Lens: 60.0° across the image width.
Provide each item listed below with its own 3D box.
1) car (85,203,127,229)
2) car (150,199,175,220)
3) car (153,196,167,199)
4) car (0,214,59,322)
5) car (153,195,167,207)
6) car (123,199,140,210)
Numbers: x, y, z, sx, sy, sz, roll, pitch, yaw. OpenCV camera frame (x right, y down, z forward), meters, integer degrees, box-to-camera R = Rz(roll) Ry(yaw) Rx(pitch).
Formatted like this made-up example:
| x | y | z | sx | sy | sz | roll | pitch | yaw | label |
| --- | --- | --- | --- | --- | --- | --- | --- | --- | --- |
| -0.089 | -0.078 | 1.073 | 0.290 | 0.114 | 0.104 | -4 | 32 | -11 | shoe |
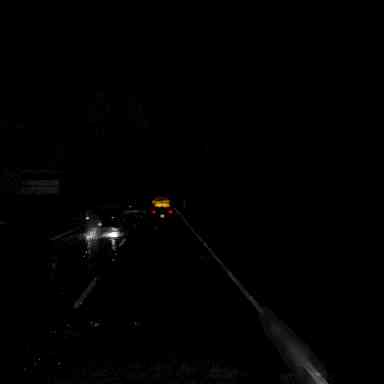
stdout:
| x | y | z | sx | sy | sz | roll | pitch | yaw | label |
| --- | --- | --- | --- | --- | --- | --- | --- | --- | --- |
| -5.612 | 1.590 | 21.696 | 1.895 | 1.301 | 4.718 | -1 | 0 | -5 | car |
| -2.428 | 1.506 | 27.083 | 1.895 | 1.301 | 4.718 | -1 | 0 | -5 | car |
| -3.426 | 1.348 | 37.205 | 1.882 | 1.535 | 5.008 | -1 | 0 | -5 | car |
| -4.109 | 1.395 | 6.110 | 2.097 | 1.767 | 4.553 | -1 | 0 | -5 | car |
| -4.719 | 1.312 | 48.741 | 1.882 | 1.535 | 5.008 | -1 | 1 | -8 | car |
| -7.333 | 1.524 | 40.450 | 1.994 | 1.385 | 4.181 | -1 | 0 | -6 | car |
